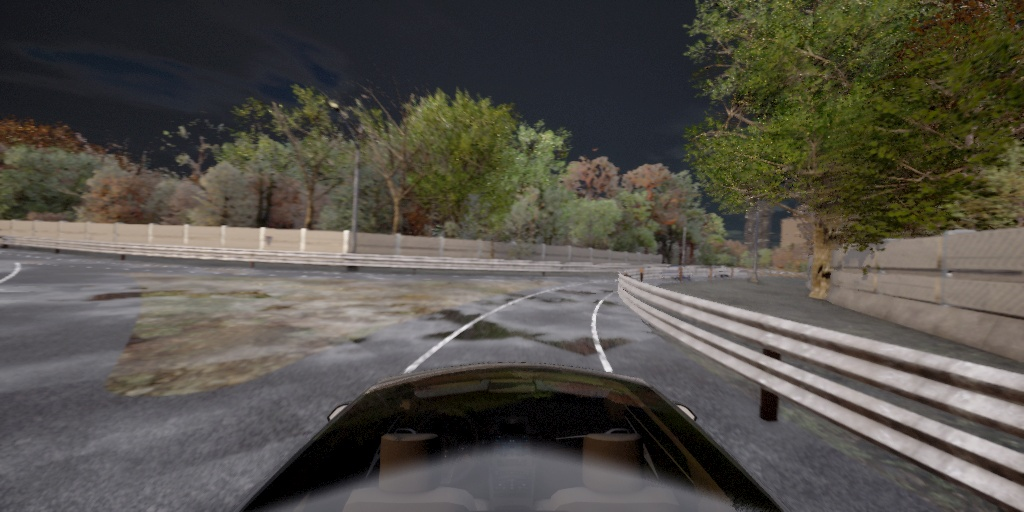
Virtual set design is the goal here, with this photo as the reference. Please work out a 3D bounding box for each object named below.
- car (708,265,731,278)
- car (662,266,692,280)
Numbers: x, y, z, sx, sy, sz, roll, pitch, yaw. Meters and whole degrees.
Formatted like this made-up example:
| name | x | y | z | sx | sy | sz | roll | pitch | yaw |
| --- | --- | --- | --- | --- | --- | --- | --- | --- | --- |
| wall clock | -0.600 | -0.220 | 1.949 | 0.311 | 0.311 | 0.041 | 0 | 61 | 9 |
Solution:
| name | x | y | z | sx | sy | sz | roll | pitch | yaw |
| --- | --- | --- | --- | --- | --- | --- | --- | --- | --- |
| car | 29.903 | 2.145 | 51.638 | 2.097 | 1.767 | 4.553 | 3 | 1 | 44 |
| car | 18.339 | 1.810 | 39.695 | 1.882 | 1.535 | 5.008 | 3 | 1 | 45 |
